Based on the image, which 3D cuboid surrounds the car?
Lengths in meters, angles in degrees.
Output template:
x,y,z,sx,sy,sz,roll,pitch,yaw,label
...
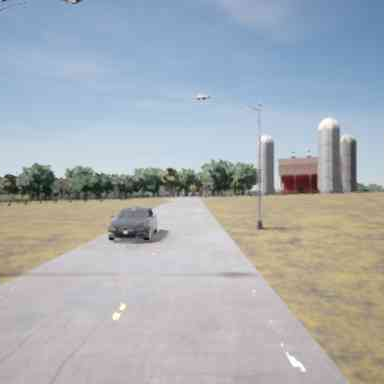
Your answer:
x,y,z,sx,sy,sz,roll,pitch,yaw,label
-2.804,1.491,16.539,1.837,1.490,4.892,0,0,0,car
